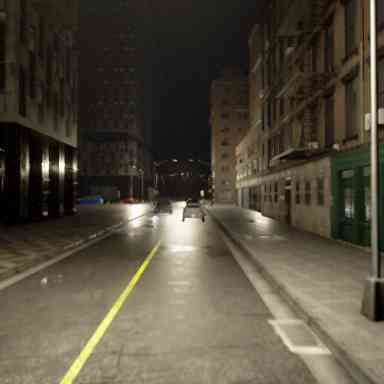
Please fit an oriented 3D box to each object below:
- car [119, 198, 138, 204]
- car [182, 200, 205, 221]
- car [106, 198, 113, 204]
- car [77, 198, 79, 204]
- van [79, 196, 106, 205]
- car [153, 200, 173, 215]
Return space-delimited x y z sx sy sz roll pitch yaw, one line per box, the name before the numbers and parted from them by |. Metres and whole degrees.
car | -14.429 2.085 75.820 4.206 1.307 1.802 0 0 0
car | 0.117 1.674 28.464 1.812 1.442 4.674 0 0 0
car | -20.078 2.109 75.829 4.313 1.339 1.947 0 0 0
car | -25.727 2.132 75.837 4.403 1.369 2.008 0 0 0
van | -20.084 1.766 67.306 3.998 1.788 1.690 0 0 0
car | -3.062 1.692 35.978 1.837 1.490 4.892 0 0 0
